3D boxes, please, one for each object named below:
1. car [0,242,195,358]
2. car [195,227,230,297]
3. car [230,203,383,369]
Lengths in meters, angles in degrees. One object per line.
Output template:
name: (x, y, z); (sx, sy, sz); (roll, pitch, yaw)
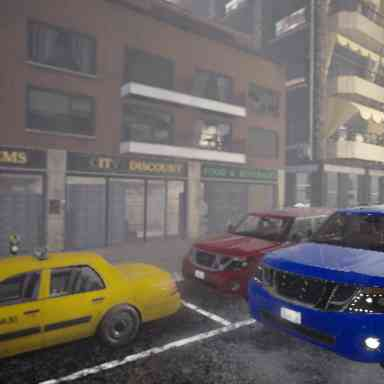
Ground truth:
car: (-2.468, 1.528, 4.784); (4.829, 1.417, 1.752); (0, 1, -35)
car: (2.209, 1.341, 8.113); (5.009, 1.841, 2.192); (0, 1, -35)
car: (3.522, 1.246, 5.886); (5.566, 2.045, 2.150); (0, 0, -35)
